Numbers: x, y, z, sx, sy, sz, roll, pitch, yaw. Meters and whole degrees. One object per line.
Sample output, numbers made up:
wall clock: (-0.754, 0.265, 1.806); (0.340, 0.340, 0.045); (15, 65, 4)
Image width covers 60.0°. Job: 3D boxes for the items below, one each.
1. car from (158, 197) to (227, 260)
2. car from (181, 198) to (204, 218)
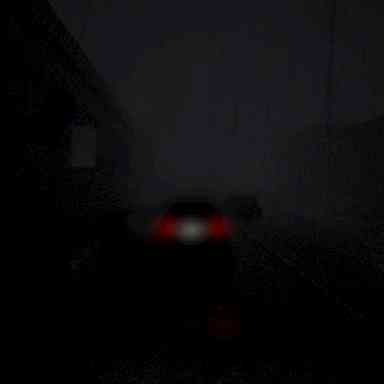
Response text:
car: (0.028, 1.169, 12.292); (2.150, 2.045, 5.566); (0, 1, 0)
car: (0.051, 1.310, 29.617); (1.882, 1.535, 5.008); (0, 0, 1)
